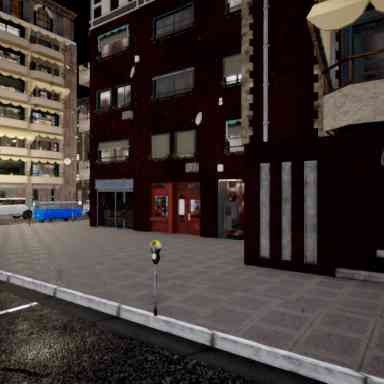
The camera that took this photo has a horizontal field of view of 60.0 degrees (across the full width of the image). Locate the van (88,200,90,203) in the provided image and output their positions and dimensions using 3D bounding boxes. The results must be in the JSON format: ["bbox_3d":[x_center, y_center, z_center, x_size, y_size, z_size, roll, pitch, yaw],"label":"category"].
[{"bbox_3d":[-11.940,1.906,42.394,1.690,1.788,3.998,-1,-2,35],"label":"van"}]

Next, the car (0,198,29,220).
[{"bbox_3d":[-17.156,1.547,30.577,2.150,2.045,5.566,0,-1,34],"label":"car"}]

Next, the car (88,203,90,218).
[{"bbox_3d":[-8.306,2.037,33.083,1.947,1.339,4.313,-1,-2,35],"label":"car"}]

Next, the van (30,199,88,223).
[{"bbox_3d":[-11.375,1.706,28.473,1.690,1.788,3.998,-1,-2,35],"label":"van"}]
